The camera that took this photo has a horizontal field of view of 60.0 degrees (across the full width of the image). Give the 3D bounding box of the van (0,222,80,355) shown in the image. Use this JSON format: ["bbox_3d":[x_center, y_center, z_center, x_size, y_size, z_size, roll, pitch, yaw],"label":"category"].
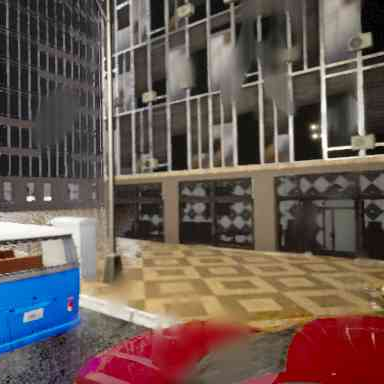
[{"bbox_3d":[-3.555,1.369,5.394,3.998,1.788,1.690,0,-1,36],"label":"van"}]

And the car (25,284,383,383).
[{"bbox_3d":[1.082,1.546,2.082,4.507,1.381,1.887,0,-1,36],"label":"car"}]
